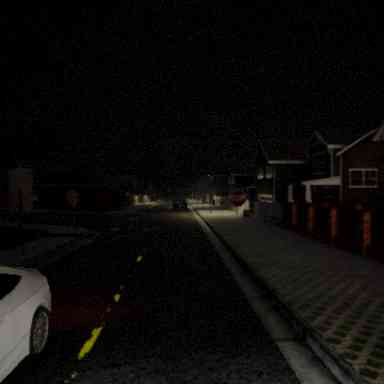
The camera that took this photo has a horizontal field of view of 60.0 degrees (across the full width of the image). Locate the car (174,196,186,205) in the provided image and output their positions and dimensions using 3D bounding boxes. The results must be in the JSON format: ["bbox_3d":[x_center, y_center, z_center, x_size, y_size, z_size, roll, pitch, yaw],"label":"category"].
[{"bbox_3d":[-2.266,1.518,61.544,2.128,1.511,4.902,0,0,-2],"label":"car"}]

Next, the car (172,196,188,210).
[{"bbox_3d":[-1.526,1.486,42.654,2.128,1.511,4.902,0,0,-2],"label":"car"}]

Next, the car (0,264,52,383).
[{"bbox_3d":[-2.896,1.542,3.224,1.812,1.442,4.674,0,0,-3],"label":"car"}]
